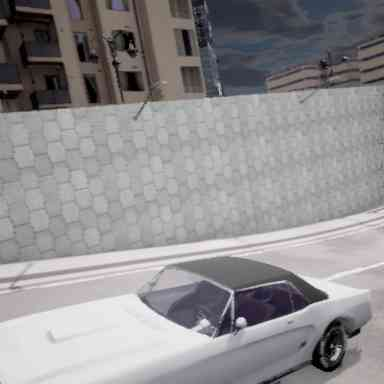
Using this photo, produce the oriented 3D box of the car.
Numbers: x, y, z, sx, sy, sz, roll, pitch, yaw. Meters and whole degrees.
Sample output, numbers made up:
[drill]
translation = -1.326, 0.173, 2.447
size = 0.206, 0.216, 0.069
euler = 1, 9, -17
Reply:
[car]
translation = 0.141, 1.592, 4.084
size = 4.718, 1.301, 1.895
euler = 0, 0, -35
